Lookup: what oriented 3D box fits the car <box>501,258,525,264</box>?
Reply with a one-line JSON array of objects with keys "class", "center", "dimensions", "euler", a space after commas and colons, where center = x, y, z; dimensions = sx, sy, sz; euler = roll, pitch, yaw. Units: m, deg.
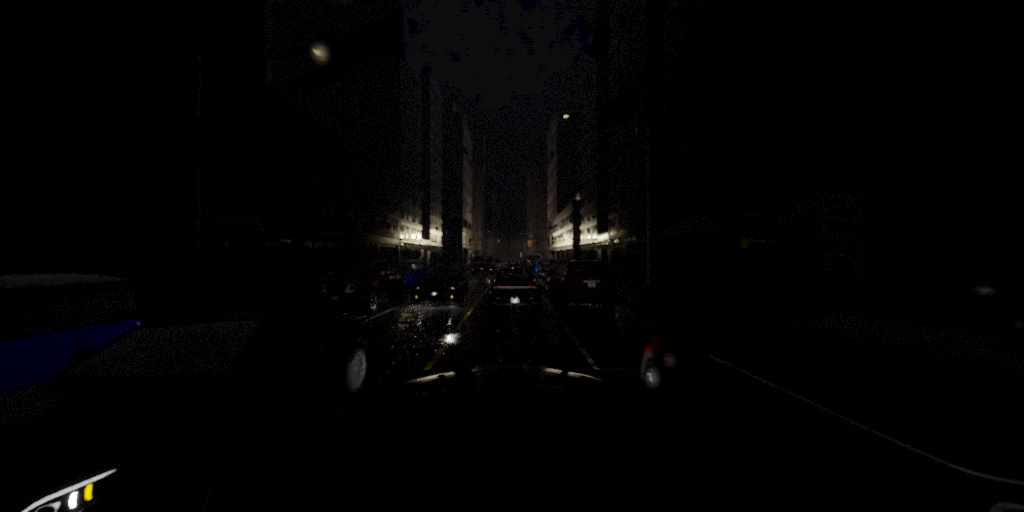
[{"class": "car", "center": [0.084, 1.272, 40.077], "dimensions": [1.994, 1.385, 4.181], "euler": [0, 0, 0]}]

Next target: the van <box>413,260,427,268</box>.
[{"class": "van", "center": [-5.856, 1.080, 19.943], "dimensions": [1.690, 1.789, 3.998], "euler": [0, 0, 0]}]

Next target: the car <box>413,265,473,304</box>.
[{"class": "car", "center": [-3.098, 1.306, 16.258], "dimensions": [1.994, 1.385, 4.181], "euler": [0, 0, 0]}]

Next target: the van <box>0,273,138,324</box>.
[{"class": "van", "center": [-5.857, 1.091, 3.184], "dimensions": [1.690, 1.789, 3.998], "euler": [0, 0, 0]}]

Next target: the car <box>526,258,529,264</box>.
[{"class": "car", "center": [3.150, 1.220, 46.025], "dimensions": [1.812, 1.442, 4.674], "euler": [0, 0, 0]}]

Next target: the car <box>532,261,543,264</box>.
[{"class": "car", "center": [2.669, 1.283, 25.543], "dimensions": [2.007, 1.370, 4.403], "euler": [0, 0, 0]}]

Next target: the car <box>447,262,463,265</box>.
[{"class": "car", "center": [-5.856, 1.259, 36.703], "dimensions": [1.888, 1.381, 4.507], "euler": [0, 0, 0]}]

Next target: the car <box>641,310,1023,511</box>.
[{"class": "car", "center": [2.669, 1.190, 3.201], "dimensions": [1.967, 1.591, 4.097], "euler": [0, 0, 0]}]

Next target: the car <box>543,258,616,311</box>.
[{"class": "car", "center": [2.669, 1.059, 14.372], "dimensions": [2.192, 1.841, 5.009], "euler": [0, 0, 0]}]

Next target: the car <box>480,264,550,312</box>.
[{"class": "car", "center": [0.101, 1.236, 14.072], "dimensions": [2.128, 1.511, 4.902], "euler": [0, 0, 0]}]

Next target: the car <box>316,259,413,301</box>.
[{"class": "car", "center": [-5.857, 1.059, 14.357], "dimensions": [2.192, 1.841, 5.009], "euler": [0, 0, 0]}]

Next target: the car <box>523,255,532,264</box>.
[{"class": "car", "center": [3.108, 0.901, 53.054], "dimensions": [2.150, 2.045, 5.566], "euler": [0, 0, 0]}]

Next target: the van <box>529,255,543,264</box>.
[{"class": "van", "center": [2.669, 1.064, 31.129], "dimensions": [1.690, 1.789, 3.998], "euler": [0, 0, 0]}]

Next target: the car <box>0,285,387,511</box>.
[{"class": "car", "center": [-3.104, 1.275, 3.914], "dimensions": [1.812, 1.442, 4.674], "euler": [0, 0, -1]}]

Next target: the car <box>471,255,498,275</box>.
[{"class": "car", "center": [-3.000, 0.916, 38.199], "dimensions": [2.150, 2.045, 5.566], "euler": [0, 0, 0]}]
